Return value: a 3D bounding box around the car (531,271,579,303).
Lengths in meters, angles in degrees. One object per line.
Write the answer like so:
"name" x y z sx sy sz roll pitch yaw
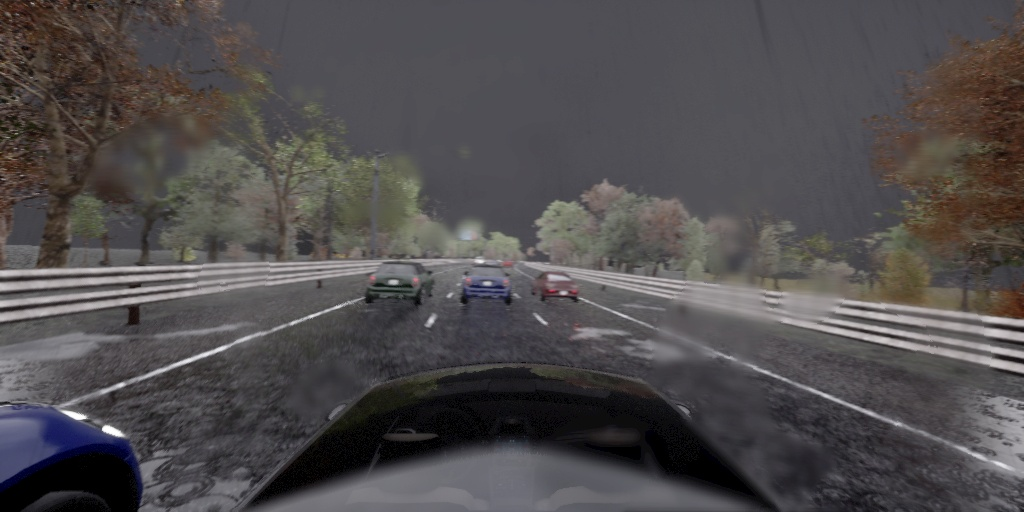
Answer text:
"car" 2.151 1.515 18.599 1.812 1.442 4.674 3 0 -5

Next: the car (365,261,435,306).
"car" -4.575 0.993 15.361 2.097 1.767 4.553 3 0 -5

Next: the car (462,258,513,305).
"car" -1.213 1.167 16.945 2.097 1.767 4.553 3 0 -5

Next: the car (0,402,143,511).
"car" -3.022 0.943 0.148 2.097 1.767 4.553 3 0 -6
